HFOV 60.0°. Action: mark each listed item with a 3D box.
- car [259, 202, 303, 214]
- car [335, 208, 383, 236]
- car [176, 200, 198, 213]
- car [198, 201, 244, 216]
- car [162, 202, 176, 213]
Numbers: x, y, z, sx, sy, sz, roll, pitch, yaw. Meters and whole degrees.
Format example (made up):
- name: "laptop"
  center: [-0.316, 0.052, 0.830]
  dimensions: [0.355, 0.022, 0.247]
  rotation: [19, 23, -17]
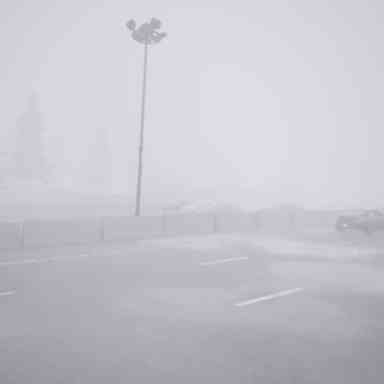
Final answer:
- name: "car"
  center: [8.495, 1.722, 31.546]
  dimensions: [5.008, 1.535, 1.882]
  rotation: [1, -1, -35]
- name: "car"
  center: [10.334, 1.697, 19.727]
  dimensions: [4.674, 1.442, 1.812]
  rotation: [1, 0, -36]
- name: "car"
  center: [1.030, 1.712, 34.824]
  dimensions: [4.674, 1.442, 1.812]
  rotation: [1, -1, -35]
- name: "car"
  center: [3.052, 1.750, 31.966]
  dimensions: [4.181, 1.385, 1.994]
  rotation: [1, -1, -35]
- name: "car"
  center: [-1.025, 1.663, 37.655]
  dimensions: [5.008, 1.535, 1.882]
  rotation: [1, -1, -35]
